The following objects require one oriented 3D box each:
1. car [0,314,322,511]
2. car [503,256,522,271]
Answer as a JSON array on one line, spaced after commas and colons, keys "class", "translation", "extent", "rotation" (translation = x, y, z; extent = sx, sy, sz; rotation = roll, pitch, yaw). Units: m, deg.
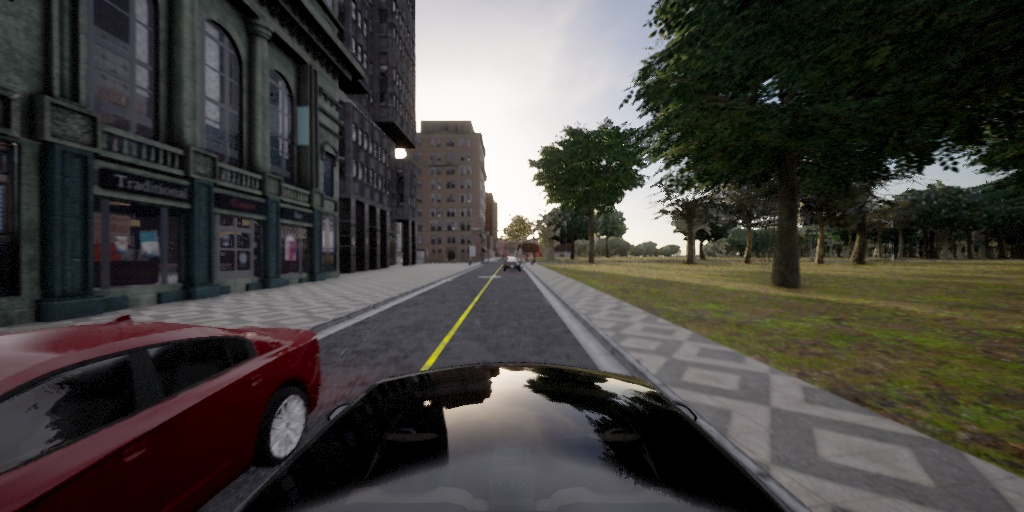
[{"class": "car", "translation": [-3.097, 1.245, 2.035], "extent": [1.882, 1.535, 5.008], "rotation": [0, 0, 0]}, {"class": "car", "translation": [0.008, 0.900, 39.737], "extent": [1.812, 1.442, 4.674], "rotation": [0, 0, 0]}]
